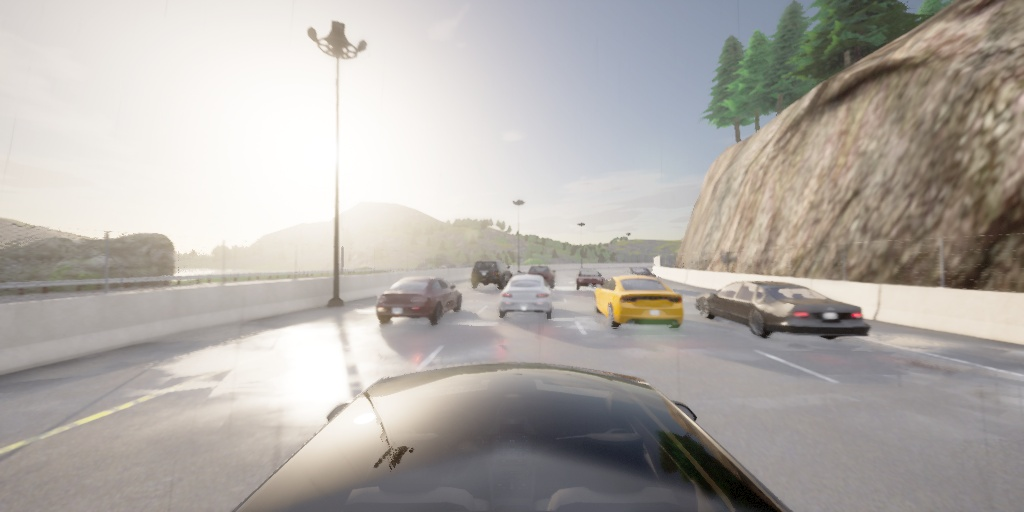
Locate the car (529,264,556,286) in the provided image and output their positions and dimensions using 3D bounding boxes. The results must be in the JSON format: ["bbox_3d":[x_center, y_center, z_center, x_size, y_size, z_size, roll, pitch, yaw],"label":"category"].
[{"bbox_3d":[2.213,1.451,27.131,2.097,1.767,4.553,0,-1,10],"label":"car"}]

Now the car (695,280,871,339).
[{"bbox_3d":[7.331,1.424,10.547,2.033,1.411,5.357,0,-1,5],"label":"car"}]

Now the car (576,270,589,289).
[{"bbox_3d":[5.588,1.690,26.152,1.895,1.301,4.718,0,-1,10],"label":"car"}]

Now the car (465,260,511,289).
[{"bbox_3d":[-1.434,1.314,26.630,2.150,2.045,5.566,0,-1,10],"label":"car"}]

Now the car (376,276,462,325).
[{"bbox_3d":[-3.037,1.421,12.427,1.812,1.442,4.674,0,-1,5],"label":"car"}]

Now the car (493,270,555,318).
[{"bbox_3d":[0.595,1.440,13.719,1.812,1.442,4.674,0,-1,5],"label":"car"}]

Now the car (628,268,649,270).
[{"bbox_3d":[9.165,1.585,26.280,2.128,1.511,4.902,0,-1,10],"label":"car"}]

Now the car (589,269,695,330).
[{"bbox_3d":[3.940,1.370,11.889,1.882,1.535,5.008,0,-1,5],"label":"car"}]
